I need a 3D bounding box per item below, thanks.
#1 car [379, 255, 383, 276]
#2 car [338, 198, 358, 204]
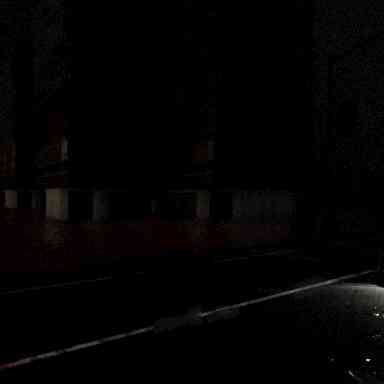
[{"bbox_3d":[6.801,1.635,8.789,4.181,1.385,1.994,1,0,-35],"label":"car"},{"bbox_3d":[38.762,2.323,83.555,1.970,1.475,3.806,0,-2,-37],"label":"car"}]
